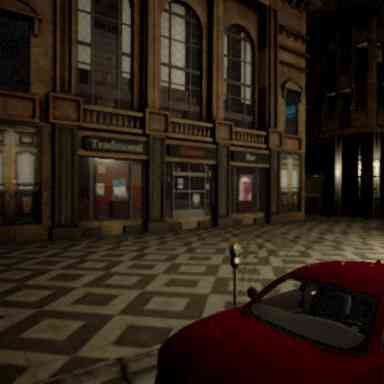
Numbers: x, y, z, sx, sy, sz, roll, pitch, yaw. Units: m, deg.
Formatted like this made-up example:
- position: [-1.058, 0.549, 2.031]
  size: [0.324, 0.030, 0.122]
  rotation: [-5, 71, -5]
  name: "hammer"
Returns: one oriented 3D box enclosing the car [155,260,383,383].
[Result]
- position: [1.722, 1.539, 3.744]
  size: [4.507, 1.381, 1.887]
  rotation: [0, 0, -35]
  name: "car"
